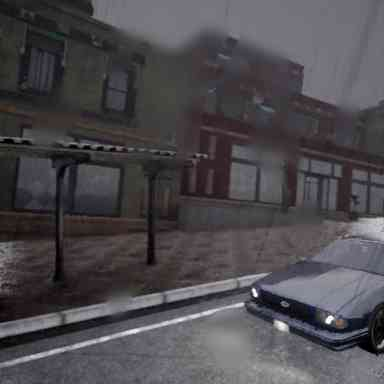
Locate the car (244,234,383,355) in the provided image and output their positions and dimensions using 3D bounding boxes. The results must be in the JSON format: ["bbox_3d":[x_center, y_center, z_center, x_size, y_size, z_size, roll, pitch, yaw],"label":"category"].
[{"bbox_3d":[3.528,1.539,6.222,5.357,1.411,2.033,0,0,-33],"label":"car"}]
